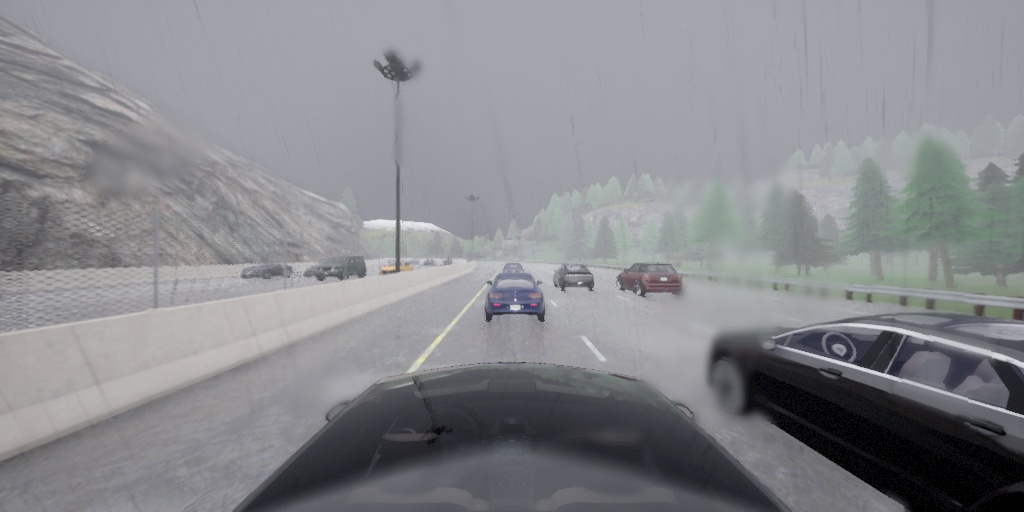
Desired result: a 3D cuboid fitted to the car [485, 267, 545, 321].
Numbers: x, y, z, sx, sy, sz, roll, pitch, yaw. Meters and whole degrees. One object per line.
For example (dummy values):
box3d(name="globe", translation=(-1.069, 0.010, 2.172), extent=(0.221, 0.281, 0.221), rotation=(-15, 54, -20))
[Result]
box3d(name="car", translation=(0.089, 1.276, 12.350), extent=(1.812, 1.442, 4.674), rotation=(0, 0, 0))

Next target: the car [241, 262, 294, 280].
box3d(name="car", translation=(-21.089, 1.240, 31.130), extent=(2.128, 1.511, 4.902), rotation=(0, 0, 0))

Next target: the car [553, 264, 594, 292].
box3d(name="car", translation=(3.605, 1.242, 21.476), extent=(2.128, 1.511, 4.902), rotation=(0, 0, 0))

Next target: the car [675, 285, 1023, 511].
box3d(name="car", translation=(3.600, 1.242, 3.029), extent=(2.128, 1.511, 4.902), rotation=(0, 0, 0))

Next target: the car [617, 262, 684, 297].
box3d(name="car", translation=(7.105, 1.103, 18.889), extent=(2.097, 1.767, 4.553), rotation=(0, 0, 0))

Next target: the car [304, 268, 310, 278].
box3d(name="car", translation=(-17.591, 1.274, 33.885), extent=(1.812, 1.442, 4.674), rotation=(0, 0, 0))

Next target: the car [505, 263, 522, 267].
box3d(name="car", translation=(0.107, 1.297, 30.545), extent=(2.033, 1.411, 5.357), rotation=(0, 0, 0))

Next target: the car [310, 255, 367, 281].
box3d(name="car", translation=(-14.091, 0.971, 29.996), extent=(2.150, 2.045, 5.566), rotation=(0, 0, 0))

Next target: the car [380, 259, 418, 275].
box3d(name="car", translation=(-10.594, 1.227, 33.246), extent=(1.882, 1.535, 5.008), rotation=(0, 0, 0))
